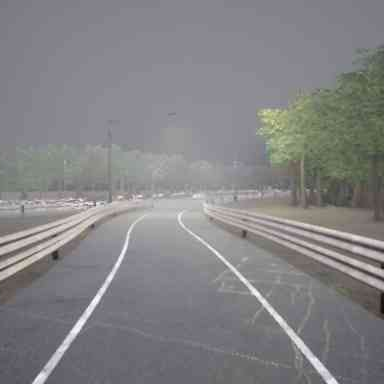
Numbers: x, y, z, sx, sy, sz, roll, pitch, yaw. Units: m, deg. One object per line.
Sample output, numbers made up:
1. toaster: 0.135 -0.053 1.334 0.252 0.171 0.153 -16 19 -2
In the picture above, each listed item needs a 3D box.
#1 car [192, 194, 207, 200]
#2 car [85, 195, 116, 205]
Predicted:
1. car: 1.830 1.130 78.953 1.812 1.442 4.674 0 1 33
2. car: -14.652 1.428 53.543 2.150 2.045 5.566 0 1 33
